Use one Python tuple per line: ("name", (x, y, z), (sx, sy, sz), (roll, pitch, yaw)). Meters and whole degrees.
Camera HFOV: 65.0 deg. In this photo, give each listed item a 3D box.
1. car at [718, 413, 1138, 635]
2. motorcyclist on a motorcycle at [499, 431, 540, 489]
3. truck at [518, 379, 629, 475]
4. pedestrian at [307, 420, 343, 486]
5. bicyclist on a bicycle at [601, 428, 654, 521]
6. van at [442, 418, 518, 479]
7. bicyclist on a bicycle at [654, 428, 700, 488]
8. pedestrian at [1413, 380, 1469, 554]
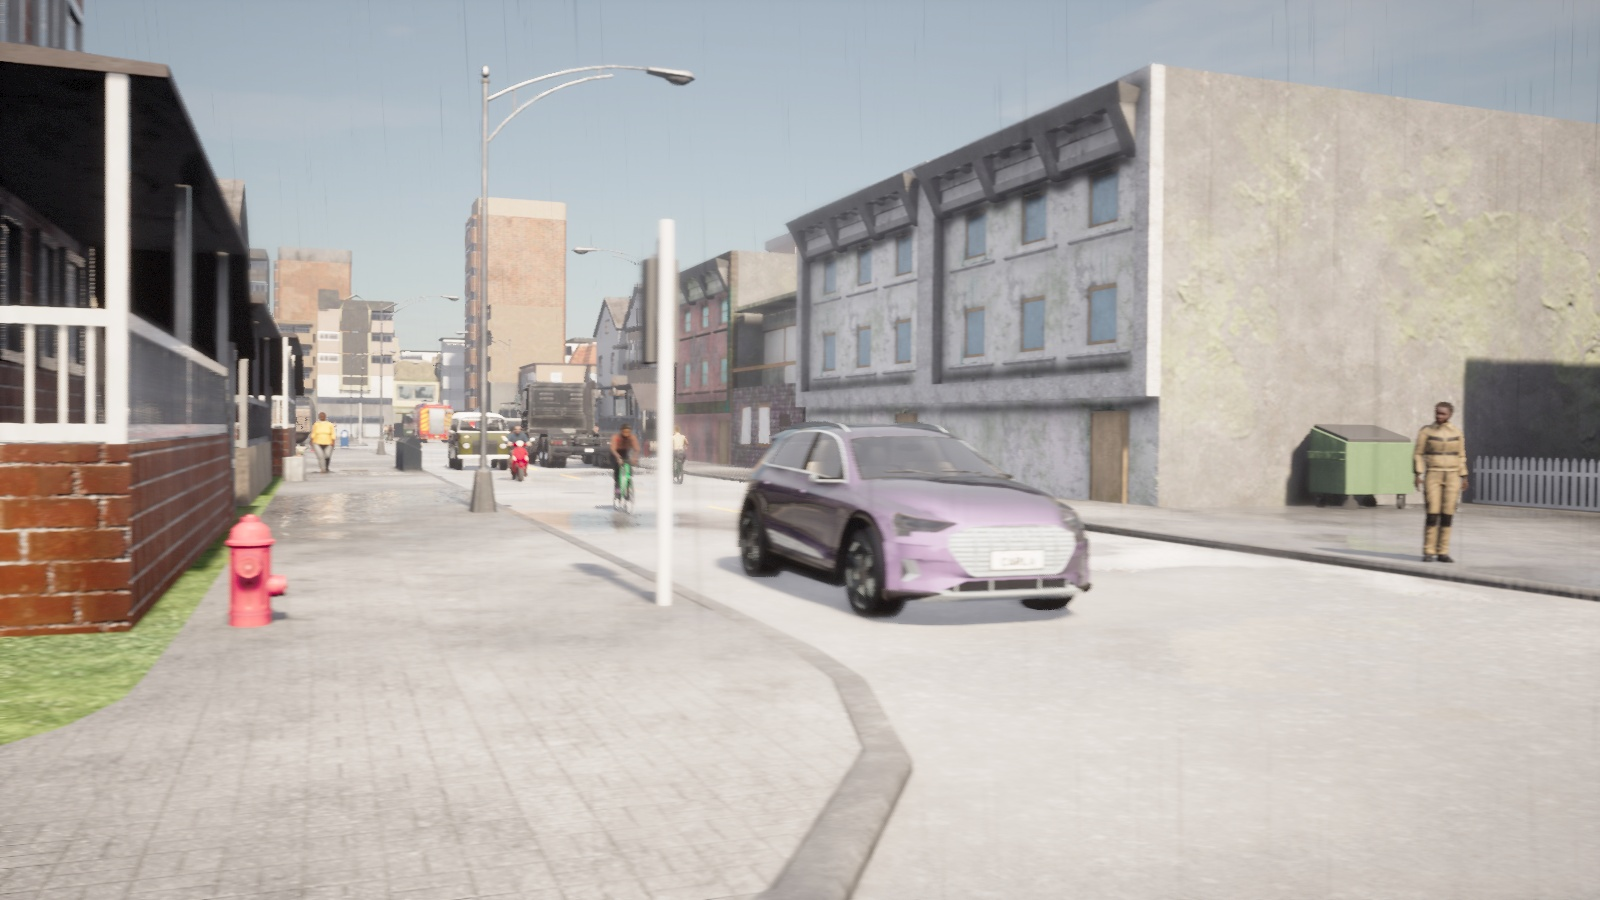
("car", (0.910, 0.517, 12.025), (2.033, 1.649, 4.856), (-1, 1, -21))
("motorcyclist on a motorcycle", (-7.864, 0.258, 35.173), (0.866, 1.590, 1.817), (-1, 1, -21))
("truck", (-9.102, -0.903, 49.675), (2.891, 3.462, 7.936), (-1, 1, -21))
("pedestrian", (-13.615, 0.068, 36.004), (0.874, 1.855, 0.900), (-1, 1, -16))
("bicyclist on a bicycle", (-3.134, 0.409, 22.697), (0.582, 1.620, 1.656), (-1, 1, -21))
("van", (-11.362, -0.084, 44.390), (2.069, 2.038, 4.480), (-1, 1, -21))
("bicyclist on a bicycle", (-3.406, 0.197, 34.694), (0.866, 1.612, 1.509), (-1, 1, -21))
("pedestrian", (7.264, 0.184, 14.241), (0.396, 1.930, 0.692), (0, 1, 12))
